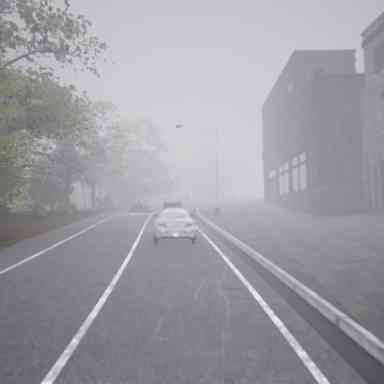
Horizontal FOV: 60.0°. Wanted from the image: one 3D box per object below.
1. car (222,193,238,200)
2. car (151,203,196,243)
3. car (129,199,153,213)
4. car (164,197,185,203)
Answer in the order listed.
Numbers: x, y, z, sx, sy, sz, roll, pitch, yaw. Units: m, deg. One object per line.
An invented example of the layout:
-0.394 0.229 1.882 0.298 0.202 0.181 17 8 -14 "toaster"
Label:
8.458 0.938 73.625 1.837 1.490 4.892 -4 -1 34 "car"
-0.849 1.485 15.781 1.812 1.442 4.674 0 0 -5 "car"
-5.184 1.399 34.497 1.994 1.385 4.181 0 0 2 "car"
-1.822 1.302 33.903 1.882 1.535 5.008 0 1 1 "car"
